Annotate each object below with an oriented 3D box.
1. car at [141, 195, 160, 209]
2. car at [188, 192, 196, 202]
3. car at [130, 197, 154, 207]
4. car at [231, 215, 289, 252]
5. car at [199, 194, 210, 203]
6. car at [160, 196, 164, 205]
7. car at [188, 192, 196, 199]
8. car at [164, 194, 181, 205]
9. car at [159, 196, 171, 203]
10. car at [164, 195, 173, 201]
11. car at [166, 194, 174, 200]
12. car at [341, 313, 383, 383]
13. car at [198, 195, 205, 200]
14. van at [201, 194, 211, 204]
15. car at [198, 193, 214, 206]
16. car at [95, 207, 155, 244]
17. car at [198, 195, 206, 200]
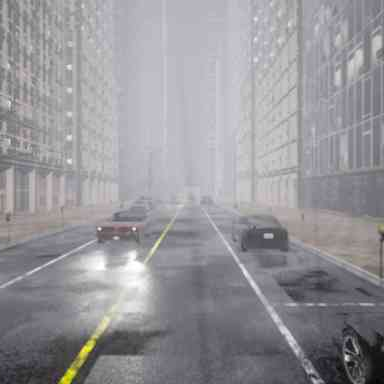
[{"bbox_3d":[-5.705,1.310,42.202,2.192,1.841,5.009,0,0,0],"label":"car"},{"bbox_3d":[-0.017,1.358,71.856,2.128,1.511,4.902,0,0,0],"label":"car"},{"bbox_3d":[-5.703,1.544,36.503,1.887,1.381,4.507,0,0,0],"label":"car"},{"bbox_3d":[2.683,1.569,13.709,1.947,1.339,4.313,0,0,0],"label":"car"},{"bbox_3d":[2.670,1.280,70.693,2.192,1.841,5.009,0,0,0],"label":"car"},{"bbox_3d":[-5.708,1.419,59.297,1.967,1.590,4.097,0,0,0],"label":"car"},{"bbox_3d":[-0.023,1.012,94.018,2.150,2.045,5.566,0,0,0],"label":"car"},{"bbox_3d":[-3.075,1.334,56.909,2.097,1.767,4.553,0,0,0],"label":"car"},{"bbox_3d":[-5.710,1.515,70.694,2.008,1.369,4.403,0,0,0],"label":"car"},{"bbox_3d":[-5.713,1.472,81.920,1.752,1.417,4.829,0,0,0],"label":"car"},{"bbox_3d":[-5.714,1.375,87.790,1.967,1.590,4.097,0,0,0],"label":"car"},{"bbox_3d":[2.686,1.567,2.313,1.947,1.339,4.313,0,0,0],"label":"car"},{"bbox_3d":[2.666,1.505,93.488,1.802,1.307,4.206,0,0,0],"label":"car"},{"bbox_3d":[2.671,1.313,64.994,1.690,1.788,3.998,0,0,0],"label":"van"},{"bbox_3d":[2.374,1.340,53.799,2.097,1.767,4.553,0,0,0],"label":"car"},{"bbox_3d":[-3.105,1.604,15.904,1.895,1.301,4.718,0,0,0],"label":"car"},{"bbox_3d":[2.667,1.486,87.791,2.008,1.369,4.403,0,0,0],"label":"car"}]
